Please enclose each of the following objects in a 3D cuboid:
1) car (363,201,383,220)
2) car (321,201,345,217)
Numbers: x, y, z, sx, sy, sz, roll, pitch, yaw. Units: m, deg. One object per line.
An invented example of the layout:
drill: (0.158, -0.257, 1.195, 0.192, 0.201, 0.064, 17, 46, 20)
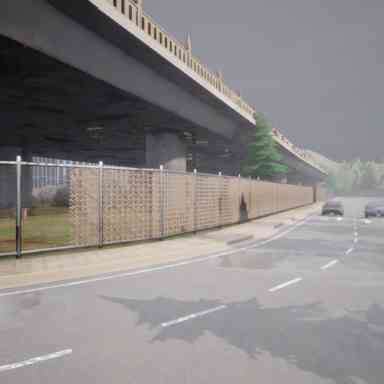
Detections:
car: (15.663, 1.525, 28.181, 1.812, 1.442, 4.674, 0, 0, 26)
car: (13.364, 1.547, 31.454, 2.033, 1.411, 5.357, 0, 0, 26)
